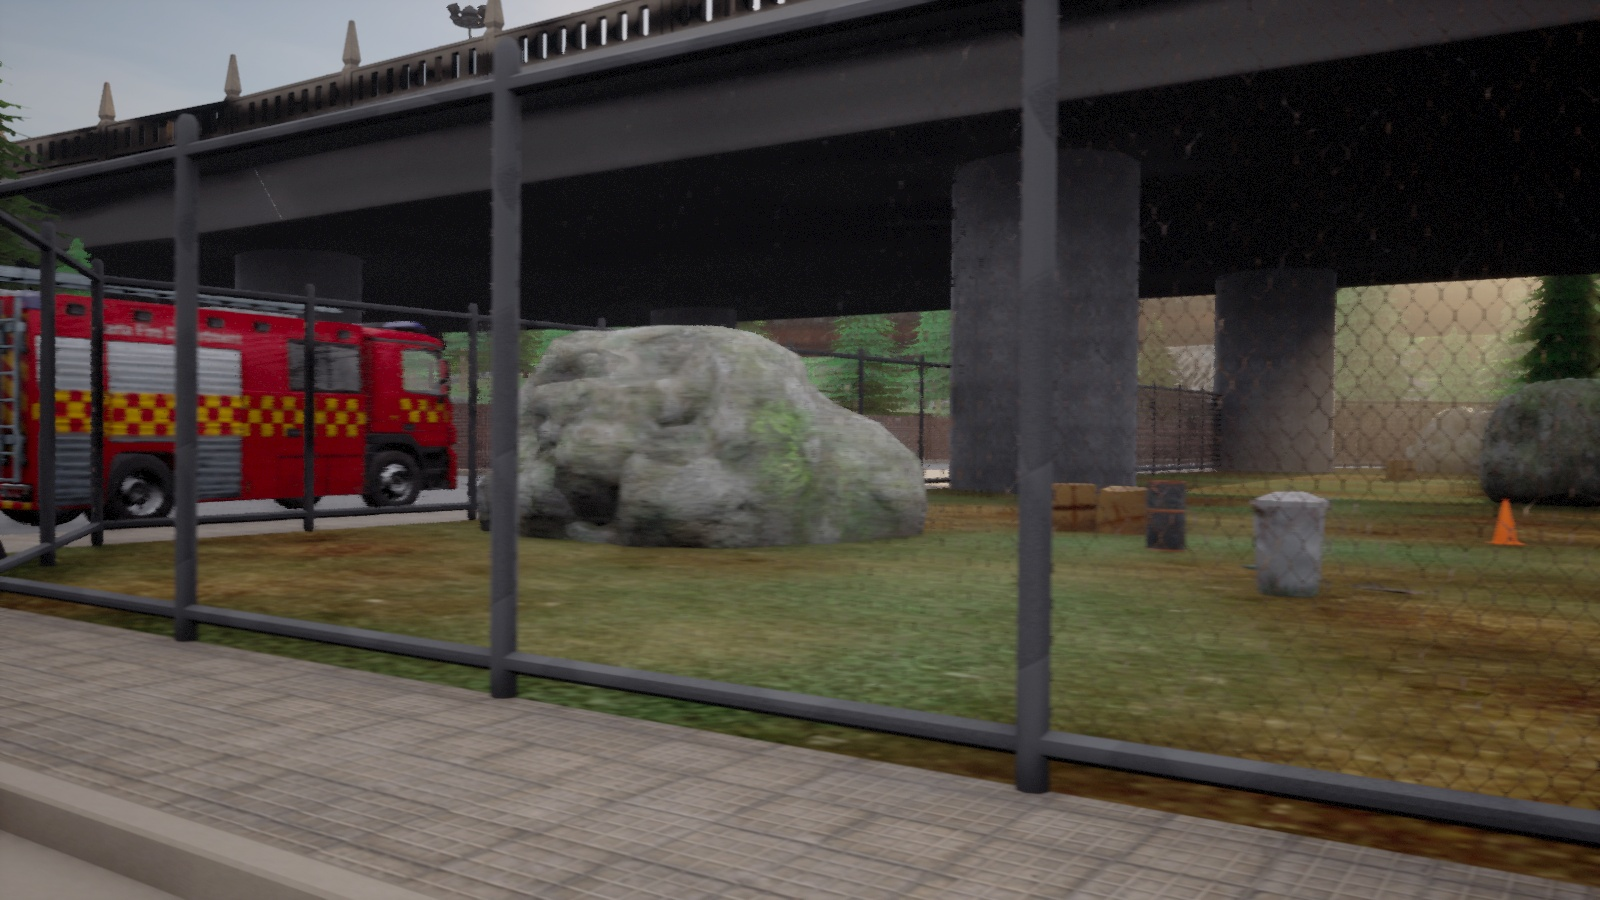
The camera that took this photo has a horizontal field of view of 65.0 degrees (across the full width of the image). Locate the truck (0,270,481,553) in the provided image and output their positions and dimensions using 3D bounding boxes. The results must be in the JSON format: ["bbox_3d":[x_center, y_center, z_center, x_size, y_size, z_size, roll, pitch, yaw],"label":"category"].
[{"bbox_3d":[-9.480,-0.584,21.384,2.891,3.827,8.468,0,1,27],"label":"truck"}]
